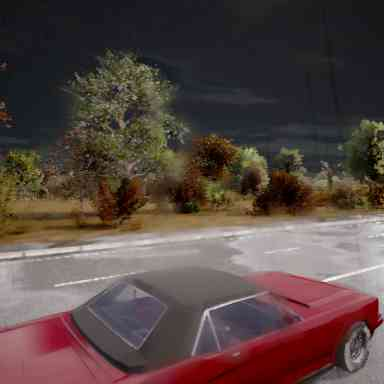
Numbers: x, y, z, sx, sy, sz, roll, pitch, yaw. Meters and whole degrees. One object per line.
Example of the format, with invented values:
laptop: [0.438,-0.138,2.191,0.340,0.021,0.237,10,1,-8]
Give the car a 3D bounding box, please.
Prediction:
car: [0.287,1.601,3.951,4.718,1.301,1.895,0,0,-35]
